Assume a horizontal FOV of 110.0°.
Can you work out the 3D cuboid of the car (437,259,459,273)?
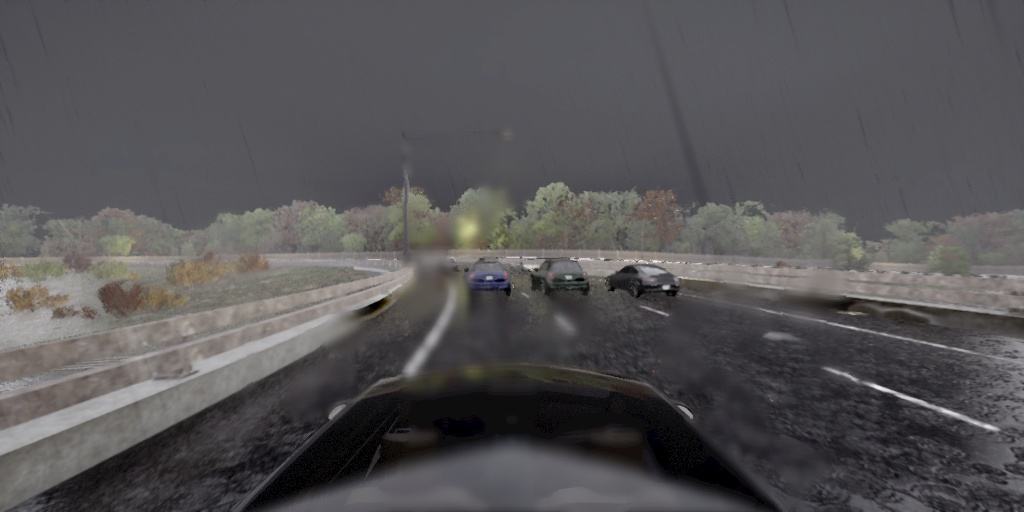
[{"bbox_3d":[-7.293,1.116,40.742,2.128,1.511,4.902,-1,0,-21],"label":"car"}]

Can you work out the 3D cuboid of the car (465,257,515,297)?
[{"bbox_3d":[-1.350,1.018,18.633,2.097,1.767,4.553,-1,0,-9],"label":"car"}]

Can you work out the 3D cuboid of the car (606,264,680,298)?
[{"bbox_3d":[6.003,1.088,16.877,1.812,1.442,4.674,-1,0,-7],"label":"car"}]

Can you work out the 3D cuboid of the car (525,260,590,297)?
[{"bbox_3d":[2.258,0.963,18.175,2.097,1.767,4.553,-1,0,-8],"label":"car"}]

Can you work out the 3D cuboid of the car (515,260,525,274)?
[{"bbox_3d":[1.292,1.109,37.550,1.895,1.301,4.718,-1,0,-18],"label":"car"}]
